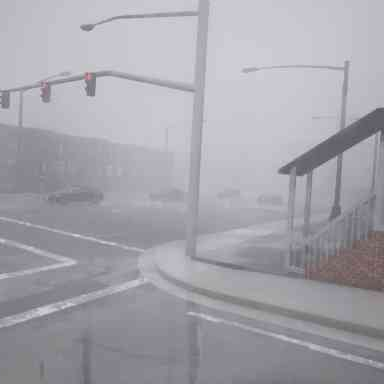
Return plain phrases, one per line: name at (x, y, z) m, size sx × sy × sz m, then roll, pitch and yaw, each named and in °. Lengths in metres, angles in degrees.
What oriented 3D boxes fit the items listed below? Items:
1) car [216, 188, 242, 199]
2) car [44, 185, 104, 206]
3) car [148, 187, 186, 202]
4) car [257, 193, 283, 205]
car at (5.327, 0.243, 46.996) m, size 1.837 × 1.490 × 4.892 m, roll 5°, pitch 2°, yaw 36°
car at (-9.343, 0.219, 26.680) m, size 2.128 × 1.511 × 4.902 m, roll 5°, pitch 3°, yaw 36°
car at (-2.623, 0.236, 36.027) m, size 1.837 × 1.490 × 4.892 m, roll 5°, pitch 3°, yaw 36°
car at (9.618, 0.781, 40.768) m, size 1.994 × 1.385 × 4.181 m, roll 5°, pitch 3°, yaw 36°
